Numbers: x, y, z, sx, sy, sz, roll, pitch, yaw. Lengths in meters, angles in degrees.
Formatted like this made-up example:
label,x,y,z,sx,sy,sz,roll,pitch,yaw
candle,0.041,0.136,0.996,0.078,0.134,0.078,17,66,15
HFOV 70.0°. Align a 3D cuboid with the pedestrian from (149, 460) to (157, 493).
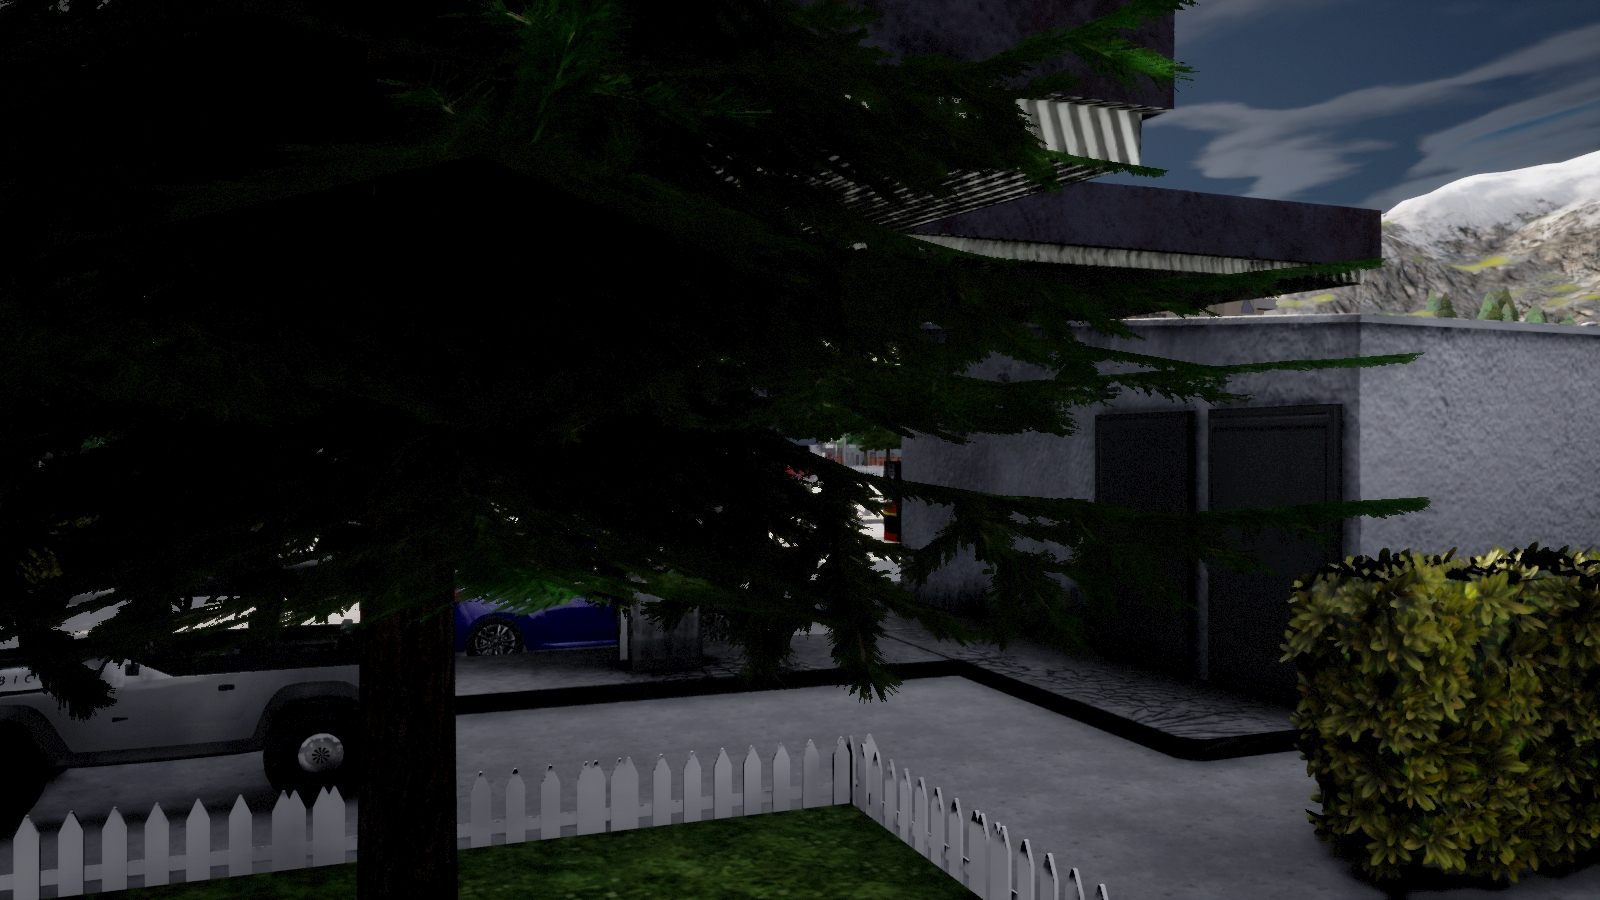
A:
label,x,y,z,sx,sy,sz,roll,pitch,yaw
pedestrian,-36.827,1.502,65.017,0.375,1.860,0.375,0,0,-21
